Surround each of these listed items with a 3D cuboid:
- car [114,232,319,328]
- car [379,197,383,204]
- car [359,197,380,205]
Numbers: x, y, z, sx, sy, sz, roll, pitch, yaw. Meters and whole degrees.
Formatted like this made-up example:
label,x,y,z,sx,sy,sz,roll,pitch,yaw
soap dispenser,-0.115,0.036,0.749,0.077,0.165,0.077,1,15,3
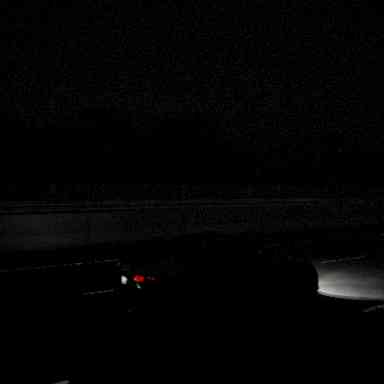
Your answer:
label,x,y,z,sx,sy,sz,roll,pitch,yaw
car,0.561,1.544,6.873,4.181,1.385,1.994,0,0,-27
car,24.510,1.553,38.700,4.892,1.490,1.837,0,0,-27
car,23.166,1.394,41.937,4.553,1.767,2.097,0,0,-27
